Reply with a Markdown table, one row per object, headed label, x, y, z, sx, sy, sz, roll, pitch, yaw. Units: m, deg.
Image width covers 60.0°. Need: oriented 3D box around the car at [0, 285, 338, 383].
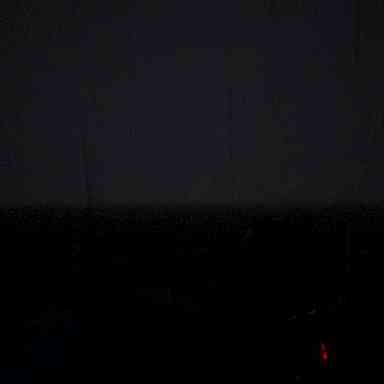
| label | x | y | z | sx | sy | sz | roll | pitch | yaw |
| --- | --- | --- | --- | --- | --- | --- | --- | --- | --- |
| car | -0.736 | 1.564 | 2.545 | 4.181 | 1.385 | 1.994 | 0 | 0 | -35 |
